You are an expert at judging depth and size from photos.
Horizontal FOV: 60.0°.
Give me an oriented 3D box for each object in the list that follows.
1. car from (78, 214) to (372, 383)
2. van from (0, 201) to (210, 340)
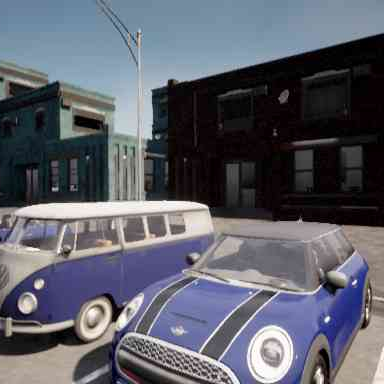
[{"bbox_3d":[1.067,1.299,4.633,2.185,1.767,4.553,0,0,35],"label":"car"},{"bbox_3d":[-1.386,1.195,6.201,1.878,1.987,4.442,0,0,35],"label":"van"}]
